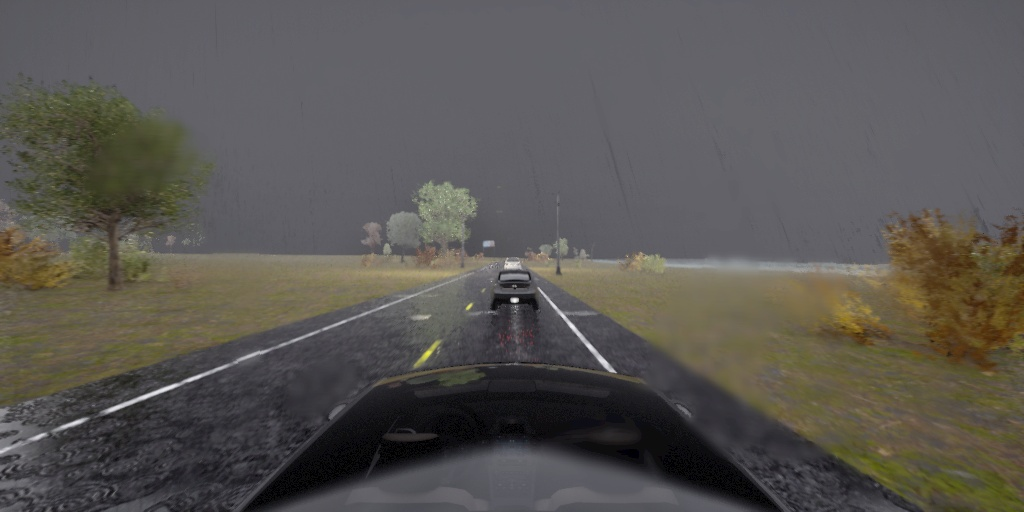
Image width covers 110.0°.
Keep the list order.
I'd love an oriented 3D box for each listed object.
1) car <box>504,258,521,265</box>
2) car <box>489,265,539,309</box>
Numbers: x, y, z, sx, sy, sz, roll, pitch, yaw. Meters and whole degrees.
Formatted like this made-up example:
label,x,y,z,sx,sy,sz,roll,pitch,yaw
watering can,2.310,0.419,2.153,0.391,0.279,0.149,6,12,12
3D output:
label,x,y,z,sx,sy,sz,roll,pitch,yaw
car,0.102,1.255,49.358,2.150,2.045,5.566,0,0,0
car,0.100,1.341,15.361,1.837,1.490,4.892,0,0,0
